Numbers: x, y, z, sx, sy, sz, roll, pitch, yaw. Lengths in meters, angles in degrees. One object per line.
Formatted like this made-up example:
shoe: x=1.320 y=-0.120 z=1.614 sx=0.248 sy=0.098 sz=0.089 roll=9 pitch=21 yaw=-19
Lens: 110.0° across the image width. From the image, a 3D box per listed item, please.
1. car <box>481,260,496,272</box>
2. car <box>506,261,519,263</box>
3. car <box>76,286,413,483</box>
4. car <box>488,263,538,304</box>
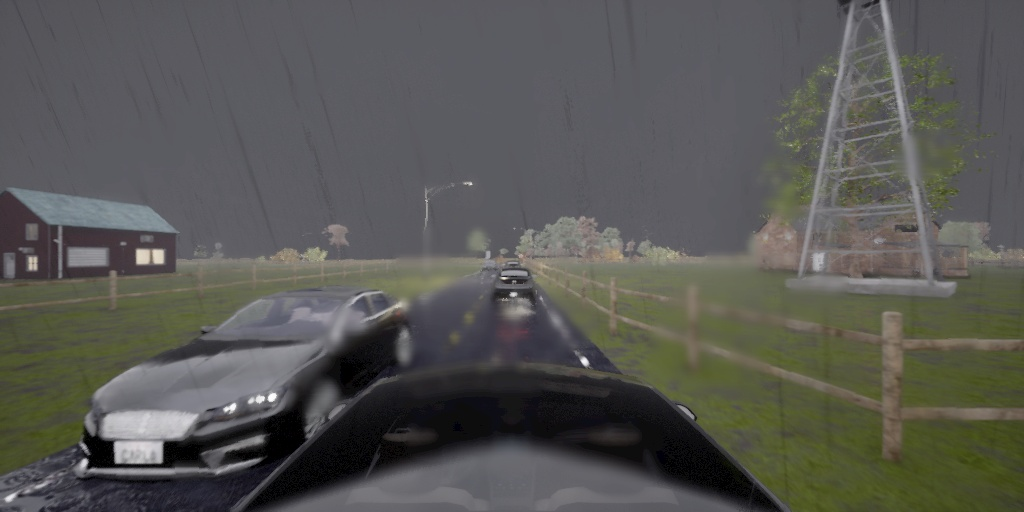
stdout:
car: x=-2.835 y=1.231 z=46.228 sx=1.837 sy=1.490 sz=4.892 roll=0 pitch=1 yaw=0
car: x=0.097 y=1.238 z=38.746 sx=1.837 sy=1.490 sz=4.892 roll=0 pitch=0 yaw=0
car: x=-2.852 y=1.240 z=5.193 sx=2.128 sy=1.511 sz=4.902 roll=0 pitch=0 yaw=0
car: x=0.098 y=1.249 z=16.326 sx=1.837 sy=1.490 sz=4.892 roll=0 pitch=0 yaw=0
